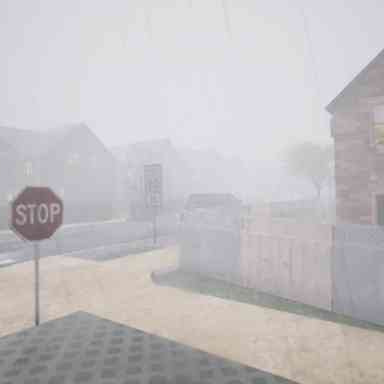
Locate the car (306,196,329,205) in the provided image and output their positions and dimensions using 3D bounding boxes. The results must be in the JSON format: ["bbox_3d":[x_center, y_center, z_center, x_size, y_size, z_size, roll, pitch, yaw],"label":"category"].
[{"bbox_3d":[14.722,1.171,39.427,1.882,1.535,5.008,-2,-1,36],"label":"car"}]

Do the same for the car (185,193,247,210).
[{"bbox_3d":[1.772,1.062,21.731,2.150,2.045,5.566,-2,-1,36],"label":"car"}]
